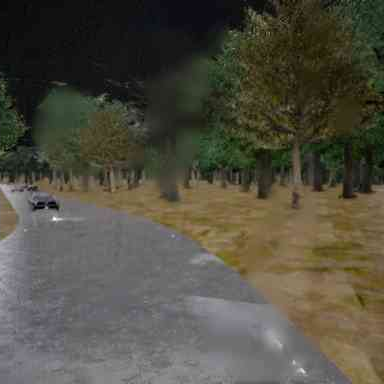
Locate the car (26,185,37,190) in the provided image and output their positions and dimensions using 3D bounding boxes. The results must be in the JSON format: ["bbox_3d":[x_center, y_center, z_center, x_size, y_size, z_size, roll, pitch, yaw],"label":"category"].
[{"bbox_3d":[-38.515,-1.054,80.213,1.882,1.535,5.008,0,2,-30],"label":"car"}]

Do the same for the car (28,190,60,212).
[{"bbox_3d":[-11.462,0.765,25.643,1.895,1.301,4.718,0,2,-30],"label":"car"}]

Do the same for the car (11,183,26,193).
[{"bbox_3d":[-32.738,-0.526,62.290,1.837,1.490,4.892,0,2,-30],"label":"car"}]
